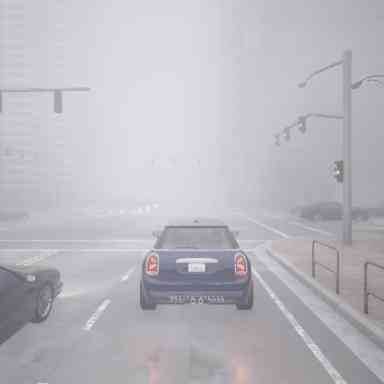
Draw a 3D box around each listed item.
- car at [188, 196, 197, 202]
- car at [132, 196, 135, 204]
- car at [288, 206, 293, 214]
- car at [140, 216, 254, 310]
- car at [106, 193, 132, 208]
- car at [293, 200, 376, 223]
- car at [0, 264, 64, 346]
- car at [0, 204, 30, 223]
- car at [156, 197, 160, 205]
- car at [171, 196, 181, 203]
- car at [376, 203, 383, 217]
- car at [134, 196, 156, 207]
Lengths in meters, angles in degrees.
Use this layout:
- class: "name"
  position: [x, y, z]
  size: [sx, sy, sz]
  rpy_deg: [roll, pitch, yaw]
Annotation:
- class: "car"
  position: [0.117, 1.553, 72.611]
  size: [1.994, 1.385, 4.181]
  rpy_deg: [0, 0, 0]
- class: "car"
  position: [-10.485, 1.505, 58.067]
  size: [1.837, 1.490, 4.892]
  rpy_deg: [0, 0, 0]
- class: "car"
  position: [11.705, 1.526, 32.157]
  size: [4.674, 1.442, 1.812]
  rpy_deg: [0, 0, 1]
- class: "car"
  position: [0.092, 1.352, 7.980]
  size: [2.097, 1.767, 4.553]
  rpy_deg: [0, 0, 0]
- class: "car"
  position: [-10.522, 1.352, 48.122]
  size: [2.097, 1.767, 4.553]
  rpy_deg: [0, 0, 0]
- class: "car"
  position: [10.587, 1.477, 24.972]
  size: [5.008, 1.535, 1.882]
  rpy_deg: [0, 0, 0]
- class: "car"
  position: [-3.414, 1.547, 4.121]
  size: [2.033, 1.411, 5.357]
  rpy_deg: [0, 0, -1]
- class: "car"
  position: [-15.269, 1.547, 25.152]
  size: [5.357, 1.411, 2.033]
  rpy_deg: [0, 0, 0]
- class: "car"
  position: [-6.976, 1.601, 60.345]
  size: [1.895, 1.301, 4.718]
  rpy_deg: [0, 0, 0]
- class: "car"
  position: [-3.309, 1.477, 69.812]
  size: [1.882, 1.535, 5.008]
  rpy_deg: [0, 0, 0]
- class: "car"
  position: [16.500, 1.601, 28.615]
  size: [4.718, 1.301, 1.895]
  rpy_deg: [0, 0, 1]
- class: "car"
  position: [-7.017, 1.564, 50.385]
  size: [1.994, 1.385, 4.181]
  rpy_deg: [0, 0, 0]
